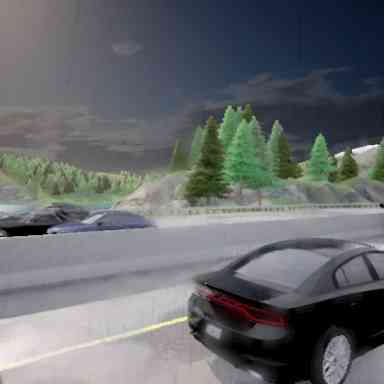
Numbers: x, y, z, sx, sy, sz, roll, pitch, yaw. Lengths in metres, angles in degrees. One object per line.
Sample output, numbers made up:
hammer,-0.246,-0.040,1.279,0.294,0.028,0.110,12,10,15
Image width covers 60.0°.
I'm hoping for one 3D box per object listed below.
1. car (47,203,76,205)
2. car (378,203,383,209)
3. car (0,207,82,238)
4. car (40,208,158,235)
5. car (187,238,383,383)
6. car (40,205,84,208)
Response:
car,-9.495,1.528,23.013,4.892,1.490,1.837,0,0,-35
car,29.616,1.822,48.613,4.718,1.301,1.895,0,0,-24
car,-7.478,1.613,15.854,4.718,1.301,1.895,0,0,-35
car,-3.692,1.547,14.240,4.674,1.442,1.812,0,0,-36
car,2.268,1.498,5.363,5.008,1.535,1.882,0,0,-35
car,-8.640,1.618,19.325,4.718,1.301,1.895,0,0,-36
